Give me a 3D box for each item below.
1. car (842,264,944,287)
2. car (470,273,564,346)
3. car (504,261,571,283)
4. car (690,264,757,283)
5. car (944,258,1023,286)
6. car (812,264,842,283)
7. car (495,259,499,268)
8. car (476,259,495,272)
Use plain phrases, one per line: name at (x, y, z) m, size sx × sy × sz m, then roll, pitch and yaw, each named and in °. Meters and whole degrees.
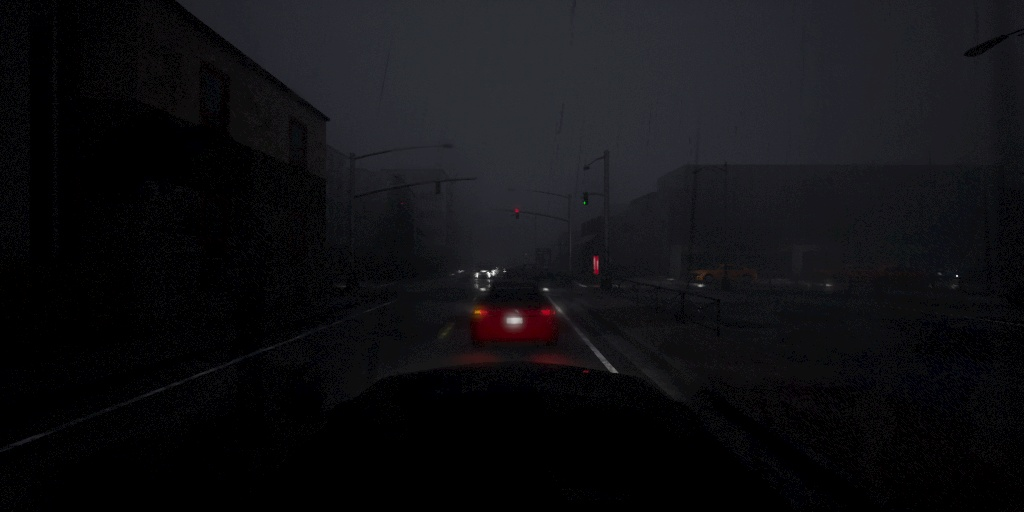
car at (27.311, 1.404, 25.826) m, size 5.008 × 1.535 × 1.882 m, roll 0°, pitch 0°, yaw 0°
car at (0.073, 1.314, 9.461) m, size 1.994 × 1.385 × 4.181 m, roll 0°, pitch 0°, yaw 1°
car at (1.795, 1.312, 25.810) m, size 4.902 × 1.511 × 2.128 m, roll 0°, pitch -1°, yaw 0°
car at (17.332, 1.404, 29.515) m, size 5.008 × 1.535 × 1.882 m, roll 0°, pitch 0°, yaw 0°
car at (38.047, 1.148, 29.516) m, size 5.566 × 2.045 × 2.150 m, roll 0°, pitch 0°, yaw 0°
car at (27.558, 1.404, 29.524) m, size 5.008 × 1.535 × 1.882 m, roll 0°, pitch 0°, yaw 0°
car at (-3.515, 1.351, 56.365) m, size 1.895 × 1.301 × 4.718 m, roll 0°, pitch 0°, yaw 0°
car at (-3.539, 1.275, 46.332) m, size 1.812 × 1.442 × 4.674 m, roll 0°, pitch 0°, yaw 0°
